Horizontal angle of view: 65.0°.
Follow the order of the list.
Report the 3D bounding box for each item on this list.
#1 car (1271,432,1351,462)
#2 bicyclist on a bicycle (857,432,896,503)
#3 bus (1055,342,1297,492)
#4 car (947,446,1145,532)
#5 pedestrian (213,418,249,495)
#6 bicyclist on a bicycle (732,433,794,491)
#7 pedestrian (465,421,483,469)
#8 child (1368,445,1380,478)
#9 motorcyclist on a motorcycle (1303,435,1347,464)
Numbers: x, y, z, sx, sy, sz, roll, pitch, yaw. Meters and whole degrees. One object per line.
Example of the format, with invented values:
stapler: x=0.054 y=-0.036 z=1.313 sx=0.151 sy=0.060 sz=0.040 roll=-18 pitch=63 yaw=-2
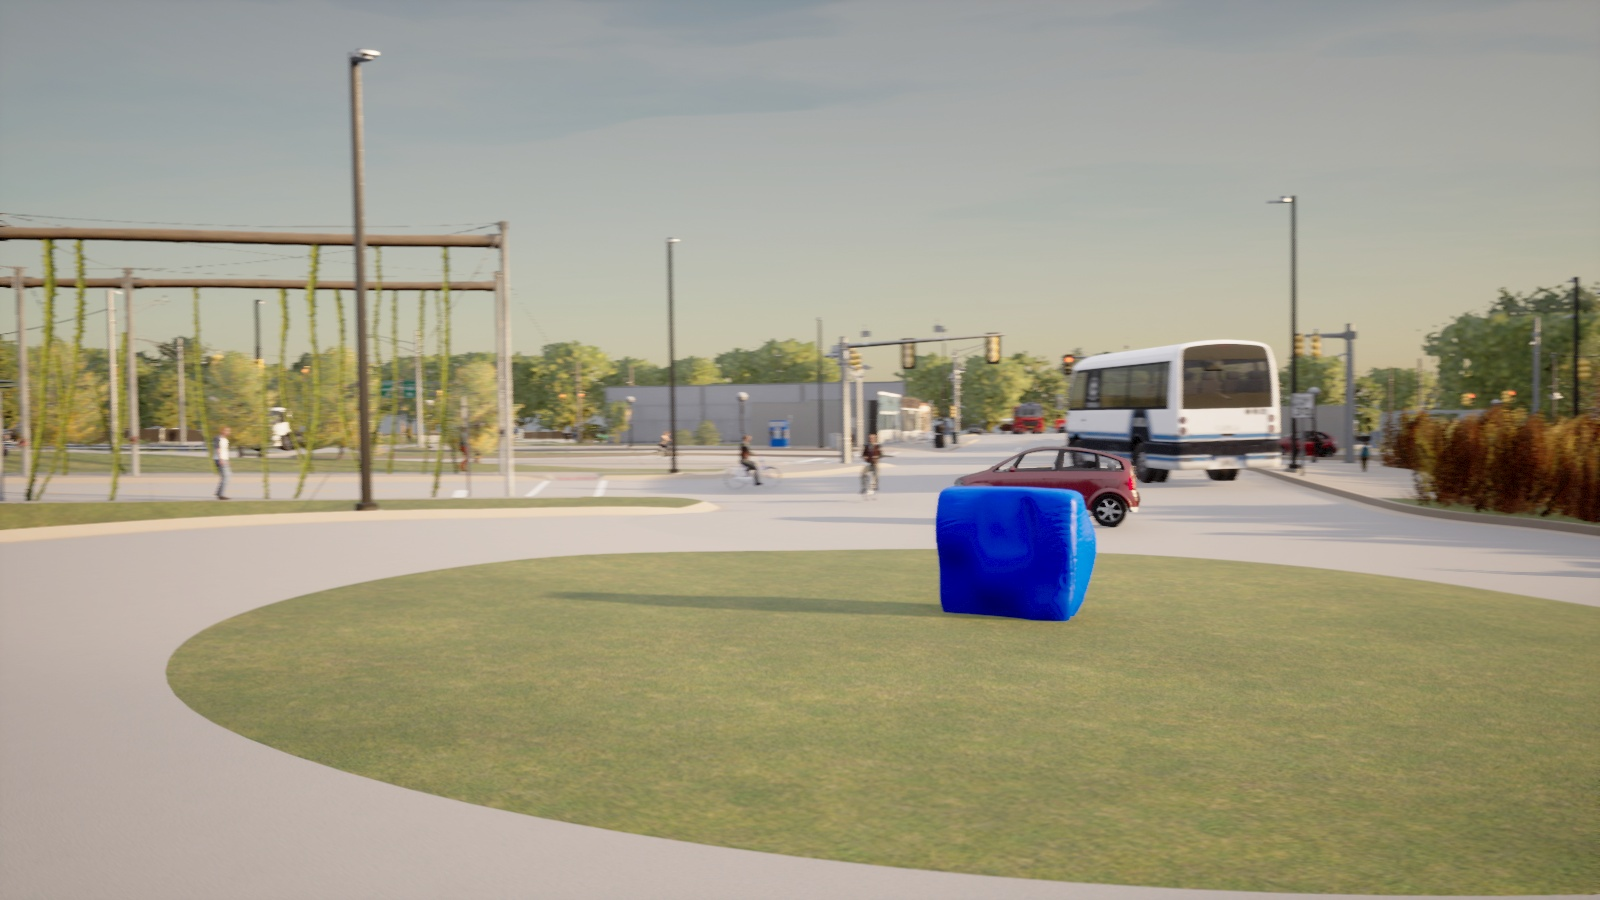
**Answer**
car: x=29.972 y=-0.196 z=73.781 sx=3.988 sy=1.617 sz=1.851 roll=2 pitch=1 yaw=10
bicyclist on a bicycle: x=1.975 y=0.469 z=32.296 sx=0.659 sy=1.776 sz=1.843 roll=0 pitch=-2 yaw=14
bus: x=11.912 y=-1.116 z=41.374 sx=3.944 sy=4.253 sz=10.273 roll=-1 pitch=2 yaw=-6
car: x=4.885 y=0.738 z=25.023 sx=3.705 sy=1.549 sz=1.789 roll=1 pitch=1 yaw=12
pedestrian: x=-13.711 y=0.158 z=30.281 sx=0.706 sy=1.836 sz=0.354 roll=-1 pitch=2 yaw=-16
bicyclist on a bicycle: x=-1.185 y=0.374 z=40.065 sx=1.843 sy=1.776 sz=0.659 roll=-2 pitch=2 yaw=-15
pedestrian: x=-12.501 y=-0.190 z=48.136 sx=0.614 sy=1.847 sz=0.353 roll=-1 pitch=2 yaw=-15
child: x=20.563 y=0.407 z=44.972 sx=0.343 sy=1.192 sz=0.448 roll=0 pitch=2 yaw=19
motorcyclist on a motorcycle: x=29.266 y=-0.053 z=70.016 sx=2.044 sy=1.523 sz=0.797 roll=2 pitch=2 yaw=7
